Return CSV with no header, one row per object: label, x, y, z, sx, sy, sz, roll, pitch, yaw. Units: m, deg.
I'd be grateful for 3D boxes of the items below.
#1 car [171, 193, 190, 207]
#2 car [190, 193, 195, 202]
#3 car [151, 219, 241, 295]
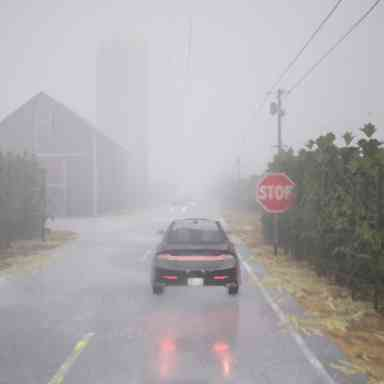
car,-1.721,1.239,45.951,1.812,1.442,4.674,0,0,5
car,-0.544,0.969,61.390,2.097,1.767,4.553,0,0,4
car,0.094,1.437,8.578,2.128,1.511,4.902,0,0,1
